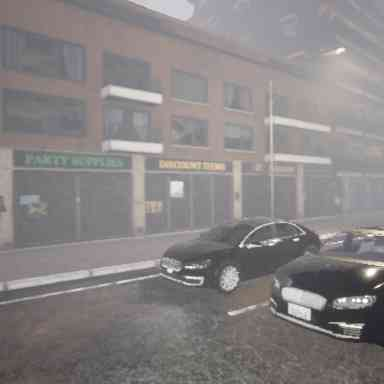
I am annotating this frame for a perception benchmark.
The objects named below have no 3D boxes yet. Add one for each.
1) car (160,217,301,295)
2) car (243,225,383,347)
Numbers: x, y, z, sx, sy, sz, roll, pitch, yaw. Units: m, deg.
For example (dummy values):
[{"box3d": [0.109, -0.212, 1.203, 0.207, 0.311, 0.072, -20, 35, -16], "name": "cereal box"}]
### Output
[{"box3d": [1.468, 1.471, 8.791, 4.892, 1.490, 1.837, -1, 0, -36], "name": "car"}, {"box3d": [3.524, 1.446, 6.269, 4.902, 1.511, 2.128, -1, 0, -36], "name": "car"}]
